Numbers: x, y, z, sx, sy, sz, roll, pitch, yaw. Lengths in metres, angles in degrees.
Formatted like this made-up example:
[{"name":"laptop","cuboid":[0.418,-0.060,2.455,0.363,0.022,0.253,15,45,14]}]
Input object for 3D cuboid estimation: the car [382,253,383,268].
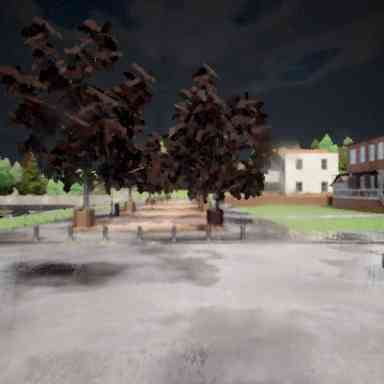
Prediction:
[{"name":"car","cuboid":[7.172,1.340,8.052,4.553,1.767,2.097,0,0,-11]}]
